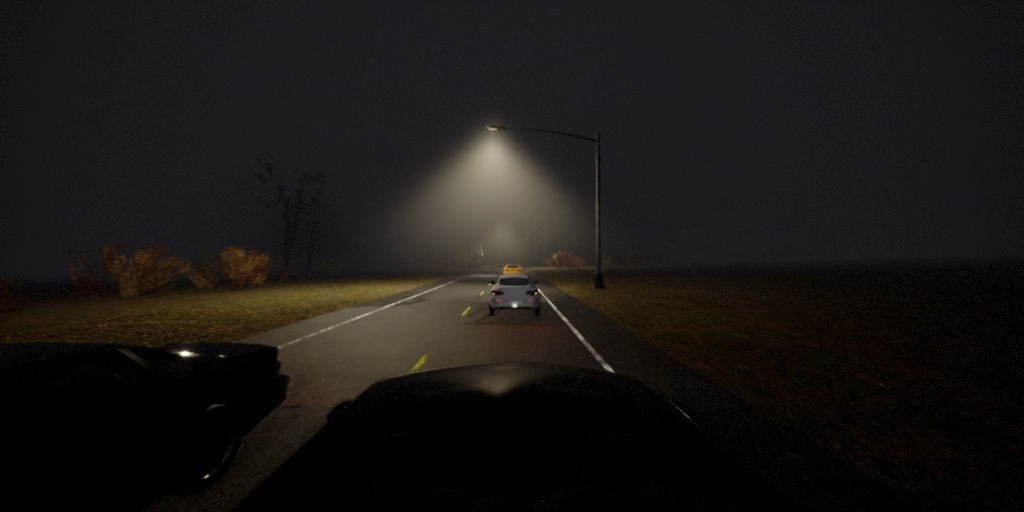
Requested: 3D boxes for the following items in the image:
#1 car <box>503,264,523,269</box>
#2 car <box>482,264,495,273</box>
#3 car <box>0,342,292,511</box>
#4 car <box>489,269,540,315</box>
[{"bbox_3d":[0.095,1.575,36.765,1.882,1.535,5.008,0,-1,0],"label":"car"},{"bbox_3d":[-3.505,1.780,53.745,1.895,1.301,4.718,0,-1,0],"label":"car"},{"bbox_3d":[-3.500,1.299,1.815,2.033,1.411,5.357,0,-1,0],"label":"car"},{"bbox_3d":[0.093,1.398,14.130,1.812,1.442,4.674,0,0,0],"label":"car"}]
